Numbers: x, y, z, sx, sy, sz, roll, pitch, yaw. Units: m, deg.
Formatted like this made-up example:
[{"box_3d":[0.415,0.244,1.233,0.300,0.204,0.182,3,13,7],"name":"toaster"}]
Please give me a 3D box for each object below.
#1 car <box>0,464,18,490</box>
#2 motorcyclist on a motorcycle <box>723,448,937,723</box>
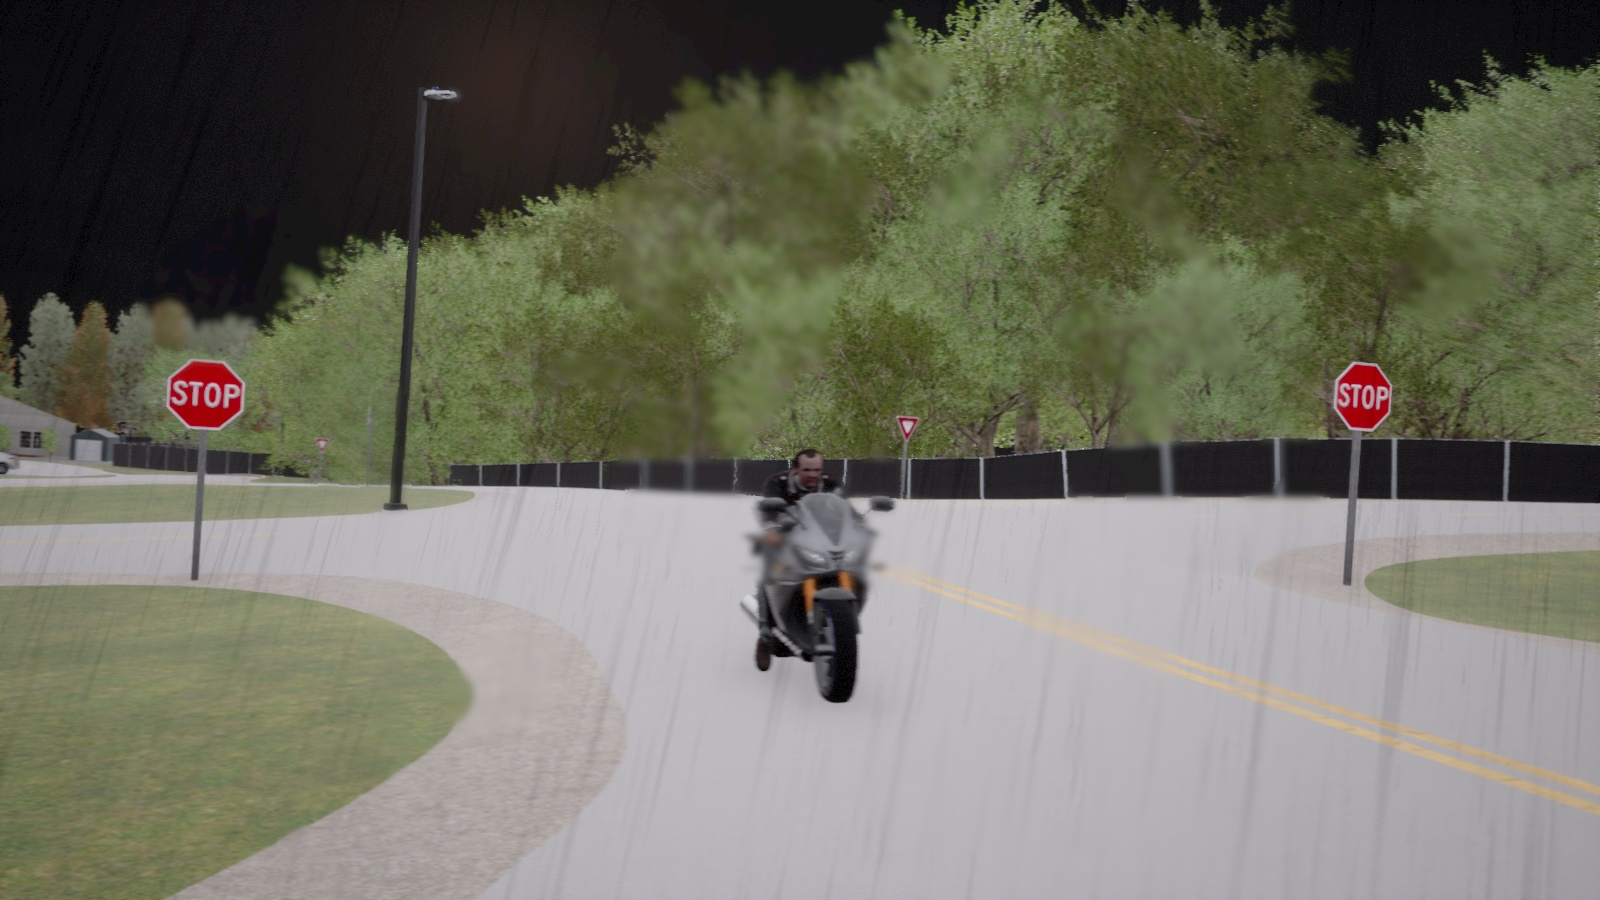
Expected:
[{"box_3d":[-52.574,1.688,79.677,5.027,1.651,2.152,1,-1,-31],"name":"car"},{"box_3d":[0.118,0.768,8.282,0.866,1.530,2.191,-1,1,-13],"name":"motorcyclist on a motorcycle"}]
